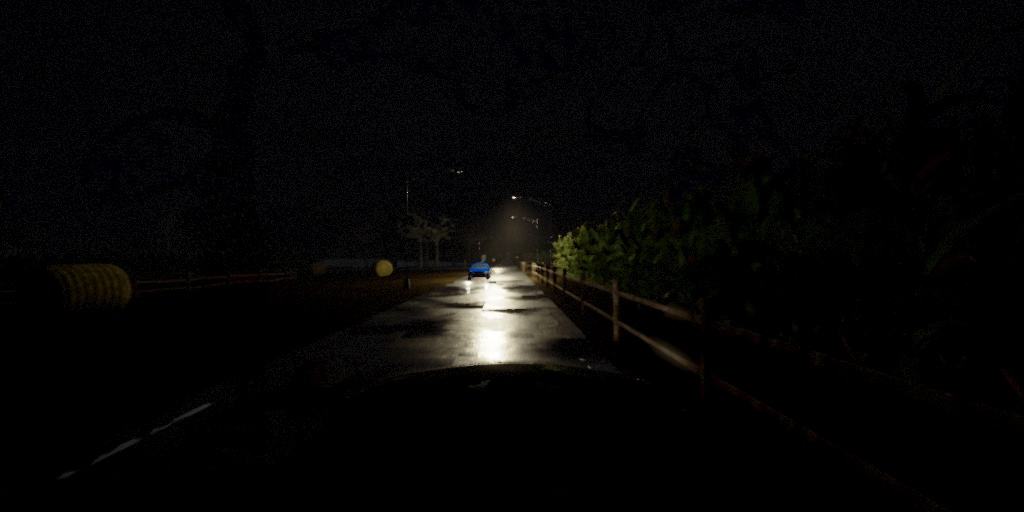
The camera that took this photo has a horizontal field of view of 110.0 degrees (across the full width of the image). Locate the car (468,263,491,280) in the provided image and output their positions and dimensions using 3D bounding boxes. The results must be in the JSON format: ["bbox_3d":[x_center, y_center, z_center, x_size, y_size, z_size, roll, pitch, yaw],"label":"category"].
[{"bbox_3d":[-2.979,1.389,33.708,1.882,1.535,5.008,0,-1,0],"label":"car"}]
